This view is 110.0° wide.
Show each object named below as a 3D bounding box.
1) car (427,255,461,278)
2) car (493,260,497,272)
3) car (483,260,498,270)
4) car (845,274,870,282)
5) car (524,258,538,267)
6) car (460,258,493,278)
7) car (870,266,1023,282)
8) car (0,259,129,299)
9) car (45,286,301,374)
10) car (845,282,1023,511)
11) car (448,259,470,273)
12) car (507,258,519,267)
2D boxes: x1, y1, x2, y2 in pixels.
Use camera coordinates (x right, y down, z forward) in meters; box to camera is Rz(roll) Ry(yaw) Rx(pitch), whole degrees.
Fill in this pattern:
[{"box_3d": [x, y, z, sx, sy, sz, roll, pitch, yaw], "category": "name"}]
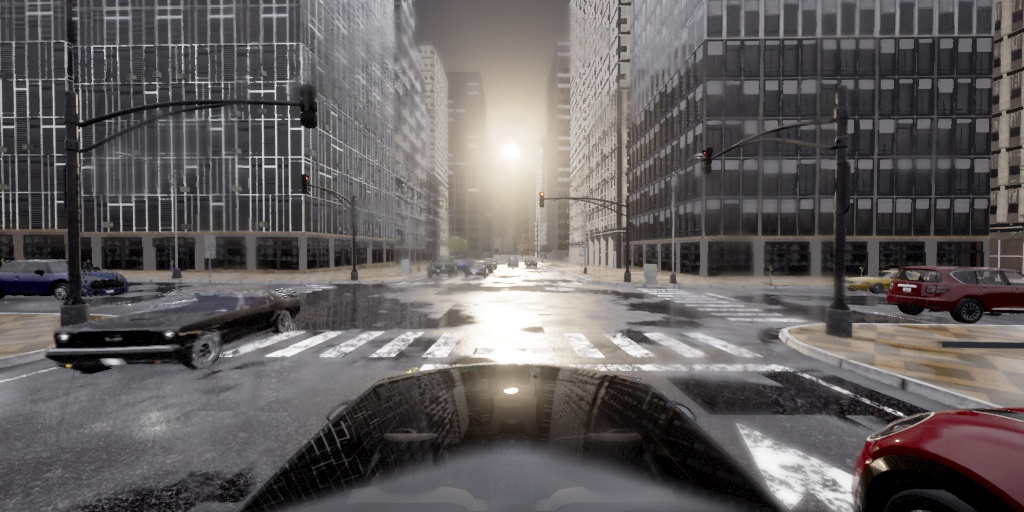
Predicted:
[{"box_3d": [-6.483, 0.955, 34.190, 2.150, 2.045, 5.566, 0, 0, 0], "category": "car"}, {"box_3d": [-3.212, 1.327, 43.229, 1.895, 1.301, 4.718, 0, 0, 0], "category": "car"}, {"box_3d": [-3.169, 1.263, 53.932, 2.033, 1.411, 5.357, 0, 0, 0], "category": "car"}, {"box_3d": [21.865, 1.410, 20.795, 4.829, 1.417, 1.751, 0, 0, 1], "category": "car"}, {"box_3d": [3.458, 1.306, 63.386, 1.895, 1.301, 4.718, 0, 0, 0], "category": "car"}, {"box_3d": [-3.241, 1.225, 33.947, 2.128, 1.511, 4.902, 0, 0, 1], "category": "car"}, {"box_3d": [16.226, 1.282, 12.529, 5.009, 1.841, 2.192, 0, 0, 1], "category": "car"}, {"box_3d": [-19.939, 0.955, 15.828, 4.553, 1.767, 2.097, 1, 1, 1], "category": "car"}, {"box_3d": [-6.544, 1.358, 7.774, 1.895, 1.301, 4.718, 0, 0, -9], "category": "car"}, {"box_3d": [3.253, 1.102, 0.415, 2.097, 1.767, 4.553, 0, 0, 0], "category": "car"}, {"box_3d": [-6.458, 1.203, 44.155, 1.882, 1.535, 5.008, 0, 0, 0], "category": "car"}, {"box_3d": [0.207, 1.269, 63.368, 1.994, 1.385, 4.181, 0, 0, 0], "category": "car"}]
